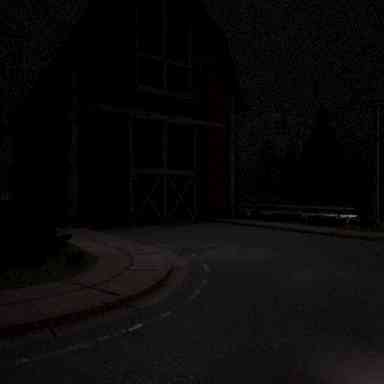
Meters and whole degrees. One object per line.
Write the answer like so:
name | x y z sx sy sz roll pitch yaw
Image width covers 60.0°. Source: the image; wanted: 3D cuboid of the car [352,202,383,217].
car | 16.386 1.591 29.153 1.994 1.385 4.181 0 0 -35
